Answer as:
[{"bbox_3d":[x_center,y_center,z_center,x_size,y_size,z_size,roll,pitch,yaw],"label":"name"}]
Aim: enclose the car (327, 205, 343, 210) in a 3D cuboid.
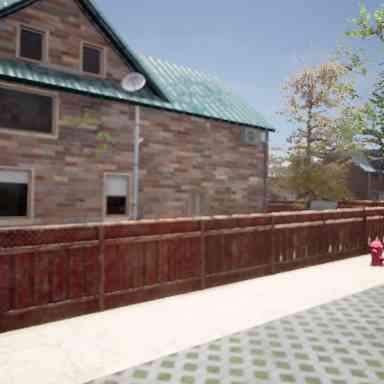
[{"bbox_3d":[12.803,1.658,25.774,1.837,1.490,4.892,2,-1,-35],"label":"car"}]
